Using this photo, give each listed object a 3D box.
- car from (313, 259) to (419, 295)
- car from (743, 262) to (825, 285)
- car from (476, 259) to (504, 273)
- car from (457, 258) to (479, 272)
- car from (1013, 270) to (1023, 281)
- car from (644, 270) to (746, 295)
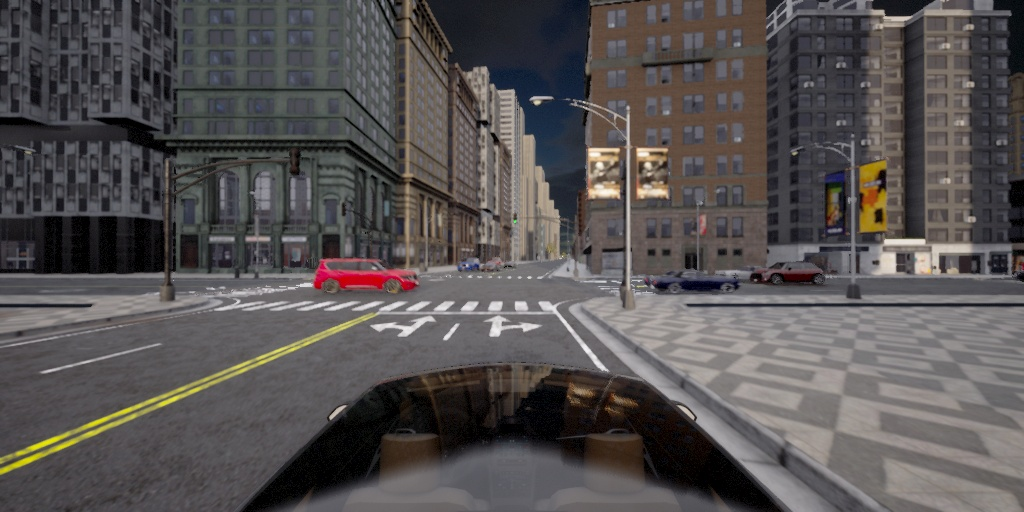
[{"bbox_3d":[-8.121,1.169,20.176,5.566,2.045,2.150,0,0,0],"label":"car"},{"bbox_3d":[20.508,1.227,26.892,4.553,1.767,2.097,0,0,0],"label":"car"},{"bbox_3d":[-3.010,1.576,50.718,2.033,1.411,5.357,0,0,10],"label":"car"},{"bbox_3d":[-6.146,1.254,51.672,2.150,2.045,5.566,0,0,9],"label":"car"},{"bbox_3d":[45.905,1.432,30.176,5.357,1.411,2.033,0,0,0],"label":"car"},{"bbox_3d":[10.131,1.447,20.249,4.718,1.301,1.895,0,0,0],"label":"car"}]
